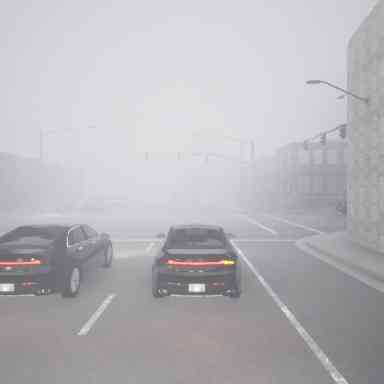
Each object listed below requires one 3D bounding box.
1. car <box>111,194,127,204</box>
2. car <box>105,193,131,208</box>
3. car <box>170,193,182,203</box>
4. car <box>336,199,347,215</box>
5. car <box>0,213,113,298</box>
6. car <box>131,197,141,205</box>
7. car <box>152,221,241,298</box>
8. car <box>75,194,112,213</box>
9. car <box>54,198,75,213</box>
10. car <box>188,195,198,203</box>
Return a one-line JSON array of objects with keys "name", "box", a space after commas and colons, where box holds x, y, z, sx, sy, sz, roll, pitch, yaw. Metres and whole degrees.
[{"name": "car", "box": [-13.851, 1.351, 63.193, 2.097, 1.767, 4.553, 0, 0, 1]}, {"name": "car", "box": [-10.447, 1.352, 47.232, 2.097, 1.767, 4.553, 0, 0, 0]}, {"name": "car", "box": [-3.288, 1.221, 68.287, 2.150, 2.045, 5.566, 0, 0, 0]}, {"name": "car", "box": [14.906, 0.764, 27.550, 5.566, 2.045, 2.150, -5, 0, 0]}, {"name": "car", "box": [-3.395, 1.505, 8.525, 1.837, 1.490, 4.892, 0, 0, 0]}, {"name": "car", "box": [-10.385, 1.563, 59.708, 1.994, 1.385, 4.181, 0, 0, 0]}, {"name": "car", "box": [0.105, 1.505, 8.509, 1.837, 1.490, 4.892, 0, 0, 0]}, {"name": "car", "box": [-10.486, 1.351, 35.923, 2.097, 1.767, 4.553, 0, 0, 0]}, {"name": "car", "box": [-13.979, 1.491, 37.853, 2.128, 1.511, 4.902, 0, 0, 0]}, {"name": "car", "box": [0.212, 1.352, 68.220, 2.097, 1.767, 4.553, 0, 0, 0]}]
